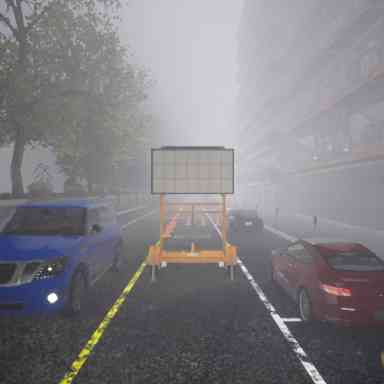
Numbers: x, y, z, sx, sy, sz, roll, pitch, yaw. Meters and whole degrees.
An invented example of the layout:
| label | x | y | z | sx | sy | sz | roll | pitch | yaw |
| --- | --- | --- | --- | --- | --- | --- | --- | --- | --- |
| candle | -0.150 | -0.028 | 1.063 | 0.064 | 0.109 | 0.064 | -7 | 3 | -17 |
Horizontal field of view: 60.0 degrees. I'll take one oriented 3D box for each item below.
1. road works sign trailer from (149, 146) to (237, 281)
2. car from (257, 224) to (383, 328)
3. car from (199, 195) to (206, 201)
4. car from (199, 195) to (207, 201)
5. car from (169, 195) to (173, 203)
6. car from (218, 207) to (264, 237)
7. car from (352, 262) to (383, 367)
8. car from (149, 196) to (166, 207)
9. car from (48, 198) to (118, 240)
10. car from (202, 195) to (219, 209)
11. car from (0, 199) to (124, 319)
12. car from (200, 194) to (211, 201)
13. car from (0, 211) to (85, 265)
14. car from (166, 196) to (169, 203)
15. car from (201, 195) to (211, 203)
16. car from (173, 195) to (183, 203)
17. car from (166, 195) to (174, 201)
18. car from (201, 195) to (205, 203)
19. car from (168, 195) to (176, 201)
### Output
| label | x | y | z | sx | sy | sz | roll | pitch | yaw |
| --- | --- | --- | --- | --- | --- | --- | --- | --- | --- |
| road works sign trailer | 0.021 | 0.465 | 9.804 | 2.380 | 3.560 | 2.880 | 0 | 0 | 0 |
| car | 2.704 | 1.582 | 6.776 | 1.802 | 1.307 | 4.206 | 0 | 0 | 0 |
| car | 2.885 | 1.644 | 91.230 | 1.947 | 1.339 | 4.313 | 0 | 0 | 0 |
| car | 2.872 | 1.509 | 85.600 | 1.967 | 1.590 | 4.097 | 0 | 0 | 0 |
| car | -5.543 | 1.595 | 68.727 | 2.008 | 1.369 | 4.403 | 0 | 0 | 0 |
| car | 2.728 | 1.568 | 18.039 | 1.947 | 1.339 | 4.313 | 0 | 0 | 0 |
| car | 2.693 | 1.525 | 1.316 | 1.752 | 1.417 | 4.829 | 0 | 0 | 0 |
| car | -5.580 | 1.464 | 51.837 | 1.967 | 1.590 | 4.097 | 0 | 0 | 0 |
| car | -5.652 | 1.317 | 18.056 | 2.192 | 1.841 | 5.009 | 0 | 0 | 0 |
| car | 2.789 | 1.563 | 46.189 | 1.887 | 1.381 | 4.507 | 0 | 0 | 0 |
| car | -3.082 | 1.222 | 7.730 | 2.150 | 2.045 | 5.566 | 0 | 0 | 0 |
| car | 2.813 | 1.471 | 57.448 | 1.967 | 1.590 | 4.097 | 0 | 0 | 0 |
| car | -5.664 | 1.546 | 12.424 | 1.887 | 1.381 | 4.507 | 0 | 0 | 0 |
| car | -5.568 | 1.471 | 57.465 | 1.967 | 1.590 | 4.097 | 0 | 0 | 0 |
| car | 2.837 | 1.484 | 68.710 | 1.967 | 1.590 | 4.097 | 0 | 0 | 0 |
| car | -2.849 | 1.524 | 70.634 | 1.882 | 1.535 | 5.008 | 0 | 0 | 0 |
| car | -5.508 | 1.593 | 85.447 | 1.752 | 1.417 | 4.829 | 0 | 0 | 0 |
| car | 2.800 | 1.569 | 51.819 | 1.887 | 1.381 | 4.507 | 0 | 0 | 0 |
| car | -5.495 | 1.629 | 91.248 | 2.008 | 1.369 | 4.403 | 0 | 0 | 0 |
